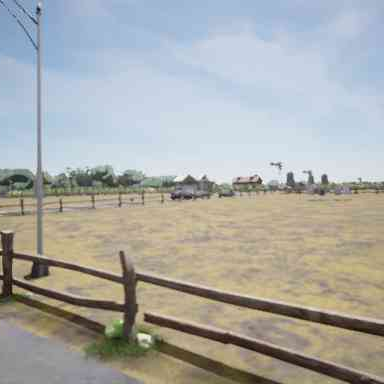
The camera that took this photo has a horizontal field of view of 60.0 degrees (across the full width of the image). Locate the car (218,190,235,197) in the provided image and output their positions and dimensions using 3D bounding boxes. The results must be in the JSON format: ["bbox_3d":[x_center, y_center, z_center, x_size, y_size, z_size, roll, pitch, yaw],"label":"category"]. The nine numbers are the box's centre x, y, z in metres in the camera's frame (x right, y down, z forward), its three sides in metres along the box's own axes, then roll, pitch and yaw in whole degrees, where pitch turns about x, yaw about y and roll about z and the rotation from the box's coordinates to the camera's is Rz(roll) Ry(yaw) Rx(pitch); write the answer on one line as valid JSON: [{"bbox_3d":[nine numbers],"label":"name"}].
[{"bbox_3d":[6.957,0.276,66.445,1.994,1.385,4.181,-1,1,35],"label":"car"}]

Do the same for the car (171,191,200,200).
[{"bbox_3d":[-1.359,0.547,54.679,1.882,1.535,5.008,-1,1,35],"label":"car"}]

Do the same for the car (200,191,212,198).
[{"bbox_3d":[1.754,0.429,63.852,2.033,1.411,5.357,-1,1,35],"label":"car"}]
